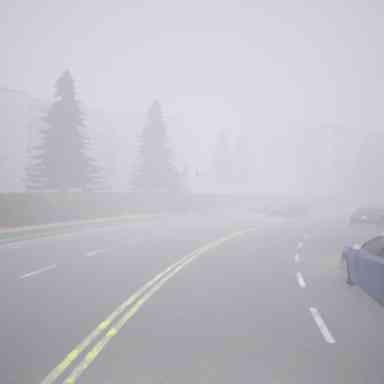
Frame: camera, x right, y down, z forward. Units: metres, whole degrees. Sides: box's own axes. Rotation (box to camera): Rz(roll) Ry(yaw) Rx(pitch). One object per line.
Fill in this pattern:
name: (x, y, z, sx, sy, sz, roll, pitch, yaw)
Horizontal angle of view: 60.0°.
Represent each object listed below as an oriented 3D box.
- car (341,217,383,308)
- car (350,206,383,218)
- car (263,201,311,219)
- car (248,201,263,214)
car: (4.416, 1.524, 6.468, 1.882, 1.535, 5.008, 0, 0, 10)
car: (13.005, 1.697, 24.222, 1.994, 1.385, 4.181, 1, 0, 40)
car: (9.078, 1.633, 30.741, 2.033, 1.411, 5.357, 1, 0, 44)
car: (8.071, 1.621, 34.626, 5.357, 1.411, 2.033, 1, 0, -44)
